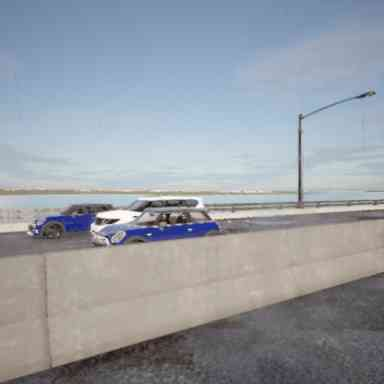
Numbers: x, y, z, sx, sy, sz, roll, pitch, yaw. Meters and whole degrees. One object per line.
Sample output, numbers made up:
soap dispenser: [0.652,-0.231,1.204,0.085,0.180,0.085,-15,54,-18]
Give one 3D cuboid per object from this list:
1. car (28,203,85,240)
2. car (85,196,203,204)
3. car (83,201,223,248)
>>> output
car: [-5.827,1.348,16.991,4.553,1.767,2.097,0,0,-35]
car: [-1.762,1.219,15.572,5.566,2.045,2.150,0,0,-35]
car: [-1.134,1.349,11.734,4.553,1.767,2.097,0,0,-35]
